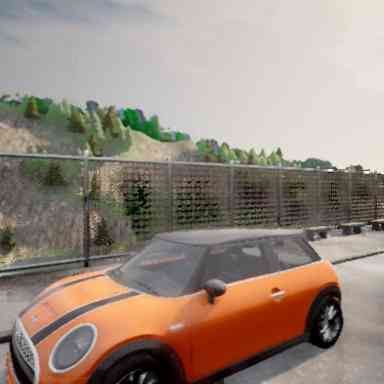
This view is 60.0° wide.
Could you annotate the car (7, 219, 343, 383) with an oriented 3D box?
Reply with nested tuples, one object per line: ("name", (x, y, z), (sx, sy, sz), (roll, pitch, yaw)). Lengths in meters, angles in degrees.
("car", (0.044, 1.333, 4.620), (4.553, 1.767, 2.097), (-1, 0, -35))
